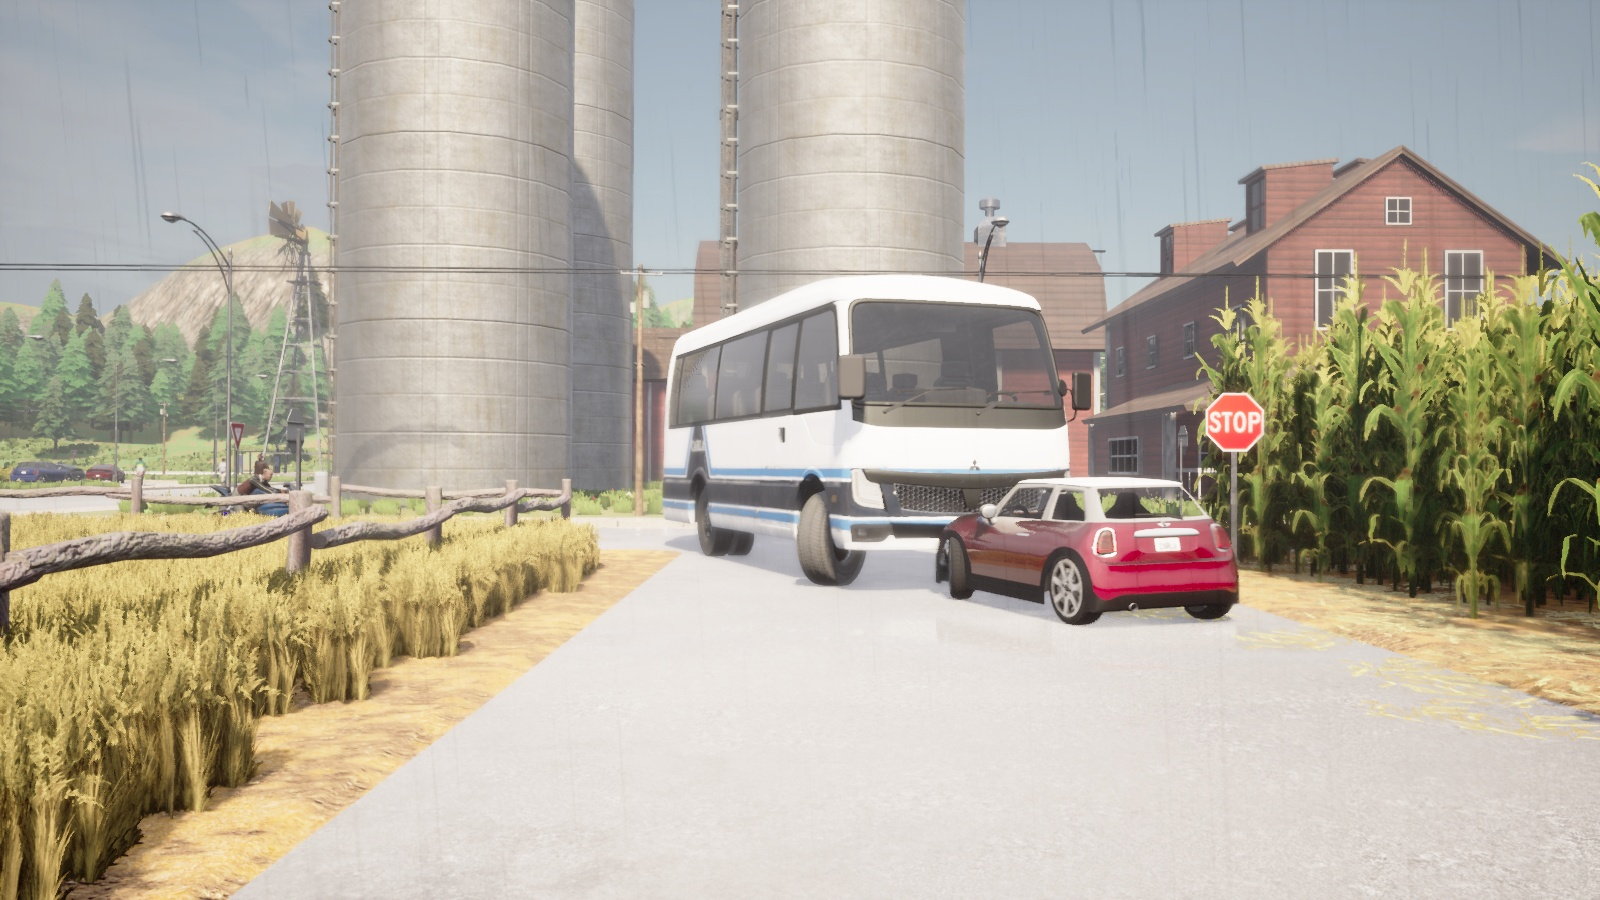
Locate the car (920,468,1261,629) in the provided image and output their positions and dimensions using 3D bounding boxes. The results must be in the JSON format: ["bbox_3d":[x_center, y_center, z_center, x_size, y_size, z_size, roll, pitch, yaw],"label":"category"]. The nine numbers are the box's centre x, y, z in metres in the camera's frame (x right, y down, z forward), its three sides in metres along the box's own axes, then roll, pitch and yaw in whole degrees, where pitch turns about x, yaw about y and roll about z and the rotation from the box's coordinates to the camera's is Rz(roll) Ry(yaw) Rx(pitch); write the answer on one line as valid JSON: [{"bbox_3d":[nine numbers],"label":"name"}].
[{"bbox_3d":[3.072,0.973,14.150,1.970,1.475,3.806,-1,0,-20],"label":"car"}]

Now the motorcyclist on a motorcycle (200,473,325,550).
[{"bbox_3d":[-11.013,1.241,25.760,2.191,1.530,0.866,0,-1,0],"label":"motorcyclist on a motorcycle"}]

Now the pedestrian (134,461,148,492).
[{"bbox_3d":[-42.064,1.680,80.130,0.659,1.952,0.873,0,-1,-17],"label":"pedestrian"}]

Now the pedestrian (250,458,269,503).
[{"bbox_3d":[-22.240,1.234,51.693,0.431,1.840,0.703,0,-1,3],"label":"pedestrian"}]

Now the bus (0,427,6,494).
[{"bbox_3d":[-52.439,0.611,74.487,3.944,4.253,10.273,0,-1,2],"label":"bus"}]

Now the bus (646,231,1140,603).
[{"bbox_3d":[0.652,-0.297,19.880,3.944,4.253,10.273,0,-1,-20],"label":"bus"}]
